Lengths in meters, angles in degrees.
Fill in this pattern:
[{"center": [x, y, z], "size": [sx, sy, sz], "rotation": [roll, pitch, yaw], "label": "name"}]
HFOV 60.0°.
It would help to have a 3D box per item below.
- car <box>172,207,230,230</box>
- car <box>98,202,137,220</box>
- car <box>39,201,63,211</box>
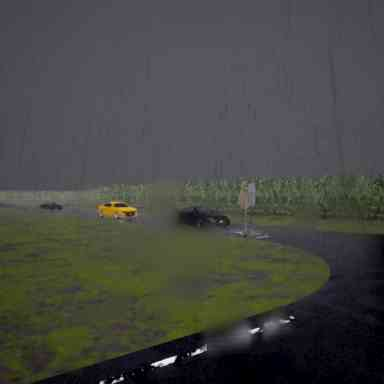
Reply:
[{"center": [0.507, 1.669, 21.952], "size": [1.994, 1.385, 4.181], "rotation": [0, -1, -40], "label": "car"}, {"center": [-6.898, 1.663, 30.703], "size": [1.882, 1.535, 5.008], "rotation": [0, 0, -40], "label": "car"}, {"center": [-19.255, 1.932, 45.399], "size": [1.895, 1.301, 4.718], "rotation": [0, -1, -40], "label": "car"}]
